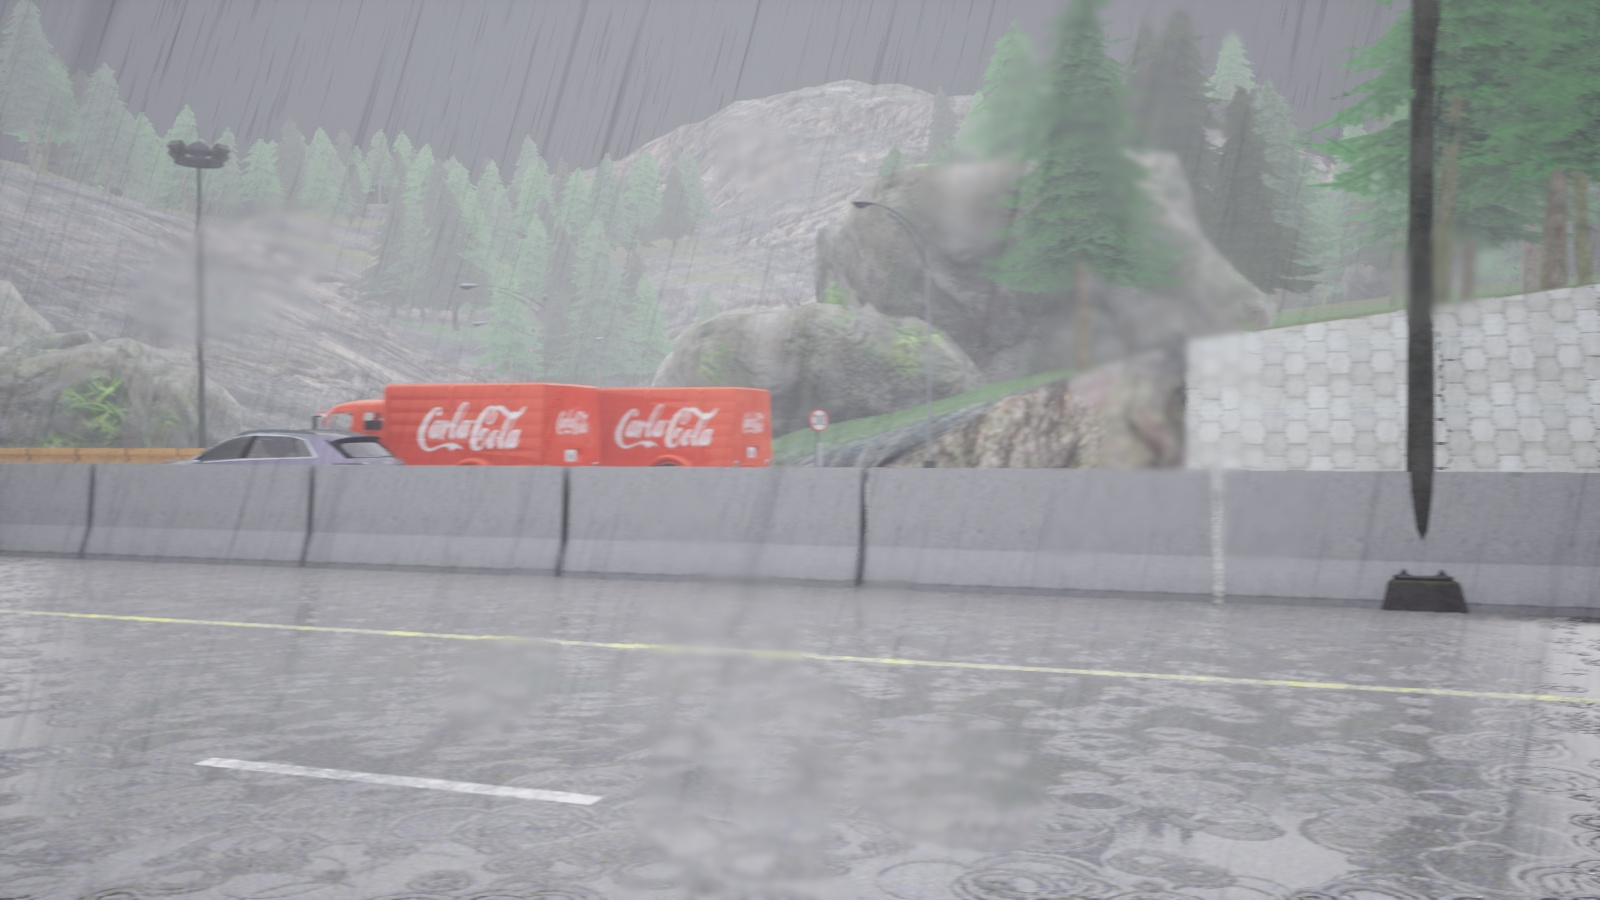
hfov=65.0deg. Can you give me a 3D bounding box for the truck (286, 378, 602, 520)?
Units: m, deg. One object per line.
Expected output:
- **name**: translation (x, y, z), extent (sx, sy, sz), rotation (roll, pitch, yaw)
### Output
- **truck**: translation (-6.730, -0.062, 23.912), extent (5.204, 2.467, 2.627), rotation (0, 1, 19)

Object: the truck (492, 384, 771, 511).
- **truck**: translation (-3.513, -0.092, 26.522), extent (5.204, 2.467, 2.627), rotation (0, 1, 19)

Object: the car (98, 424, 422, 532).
- **car**: translation (-8.994, 0.394, 20.988), extent (4.856, 1.649, 2.033), rotation (0, 1, 19)
